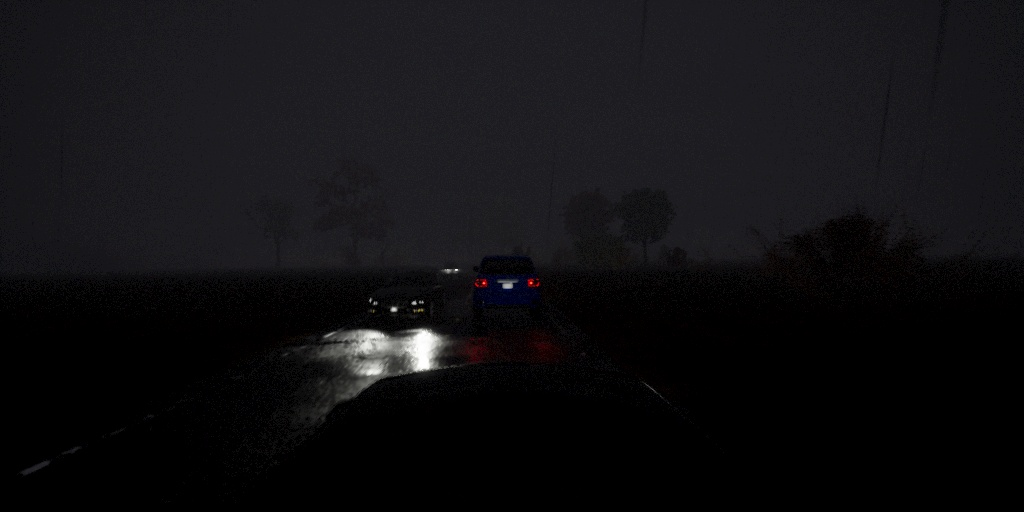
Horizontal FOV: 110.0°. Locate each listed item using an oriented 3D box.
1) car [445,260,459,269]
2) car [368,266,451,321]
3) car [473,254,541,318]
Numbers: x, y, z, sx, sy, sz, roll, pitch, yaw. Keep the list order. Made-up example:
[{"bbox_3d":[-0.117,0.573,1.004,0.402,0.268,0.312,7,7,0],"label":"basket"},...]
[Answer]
[{"bbox_3d":[-9.612,1.377,56.883,1.994,1.385,4.181,0,0,-13],"label":"car"},{"bbox_3d":[-3.438,1.253,12.490,1.837,1.490,4.892,0,0,-3],"label":"car"},{"bbox_3d":[-0.260,0.964,13.210,2.150,2.045,5.566,0,0,-3],"label":"car"}]
